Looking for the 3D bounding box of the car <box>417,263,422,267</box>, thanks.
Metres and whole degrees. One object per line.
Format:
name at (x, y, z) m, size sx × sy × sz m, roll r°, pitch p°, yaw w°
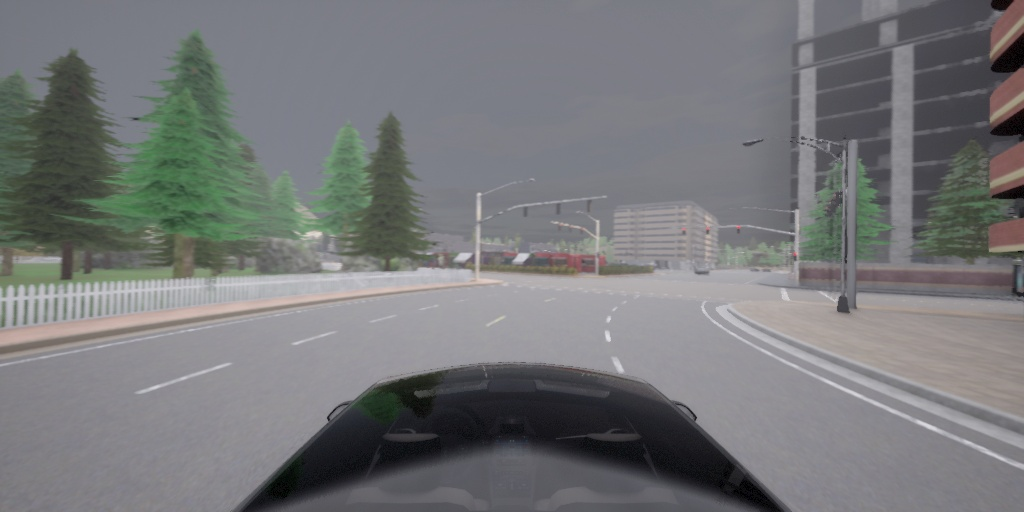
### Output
car at (-15.960, 1.321, 53.820) m, size 5.566 × 2.045 × 2.150 m, roll 1°, pitch -1°, yaw 38°
